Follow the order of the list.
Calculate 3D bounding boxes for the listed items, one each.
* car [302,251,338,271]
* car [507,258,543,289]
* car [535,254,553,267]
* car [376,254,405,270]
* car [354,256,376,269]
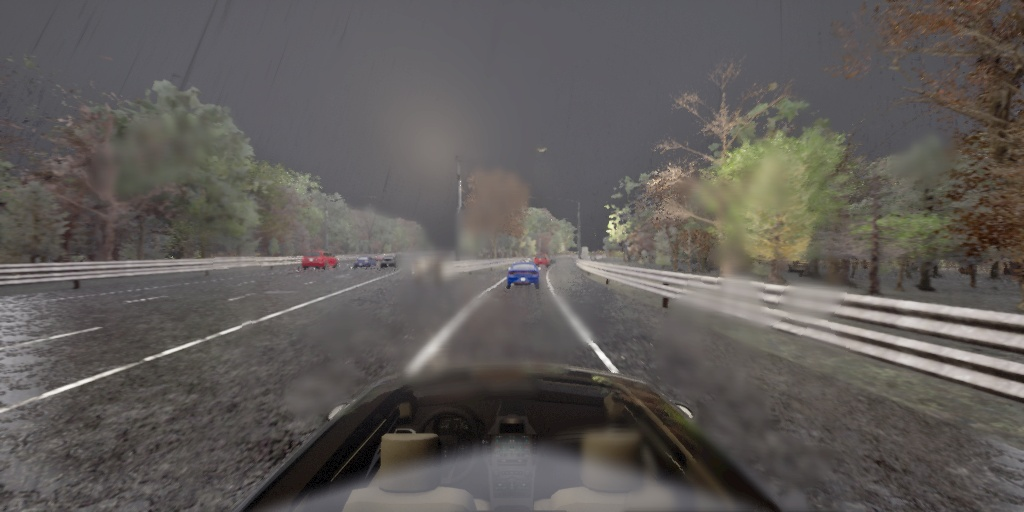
[{"bbox_3d":[-20.572,0.491,38.600,2.150,2.045,5.566,0,0,-9],"label":"car"},{"bbox_3d":[0.775,1.122,22.130,1.882,1.535,5.008,0,0,4],"label":"car"},{"bbox_3d":[4.646,0.688,55.512,2.150,2.045,5.566,0,0,10],"label":"car"},{"bbox_3d":[-13.960,0.759,41.575,1.837,1.490,4.892,0,0,-9],"label":"car"},{"bbox_3d":[-17.850,0.751,43.705,1.812,1.442,4.674,0,0,-9],"label":"car"}]
